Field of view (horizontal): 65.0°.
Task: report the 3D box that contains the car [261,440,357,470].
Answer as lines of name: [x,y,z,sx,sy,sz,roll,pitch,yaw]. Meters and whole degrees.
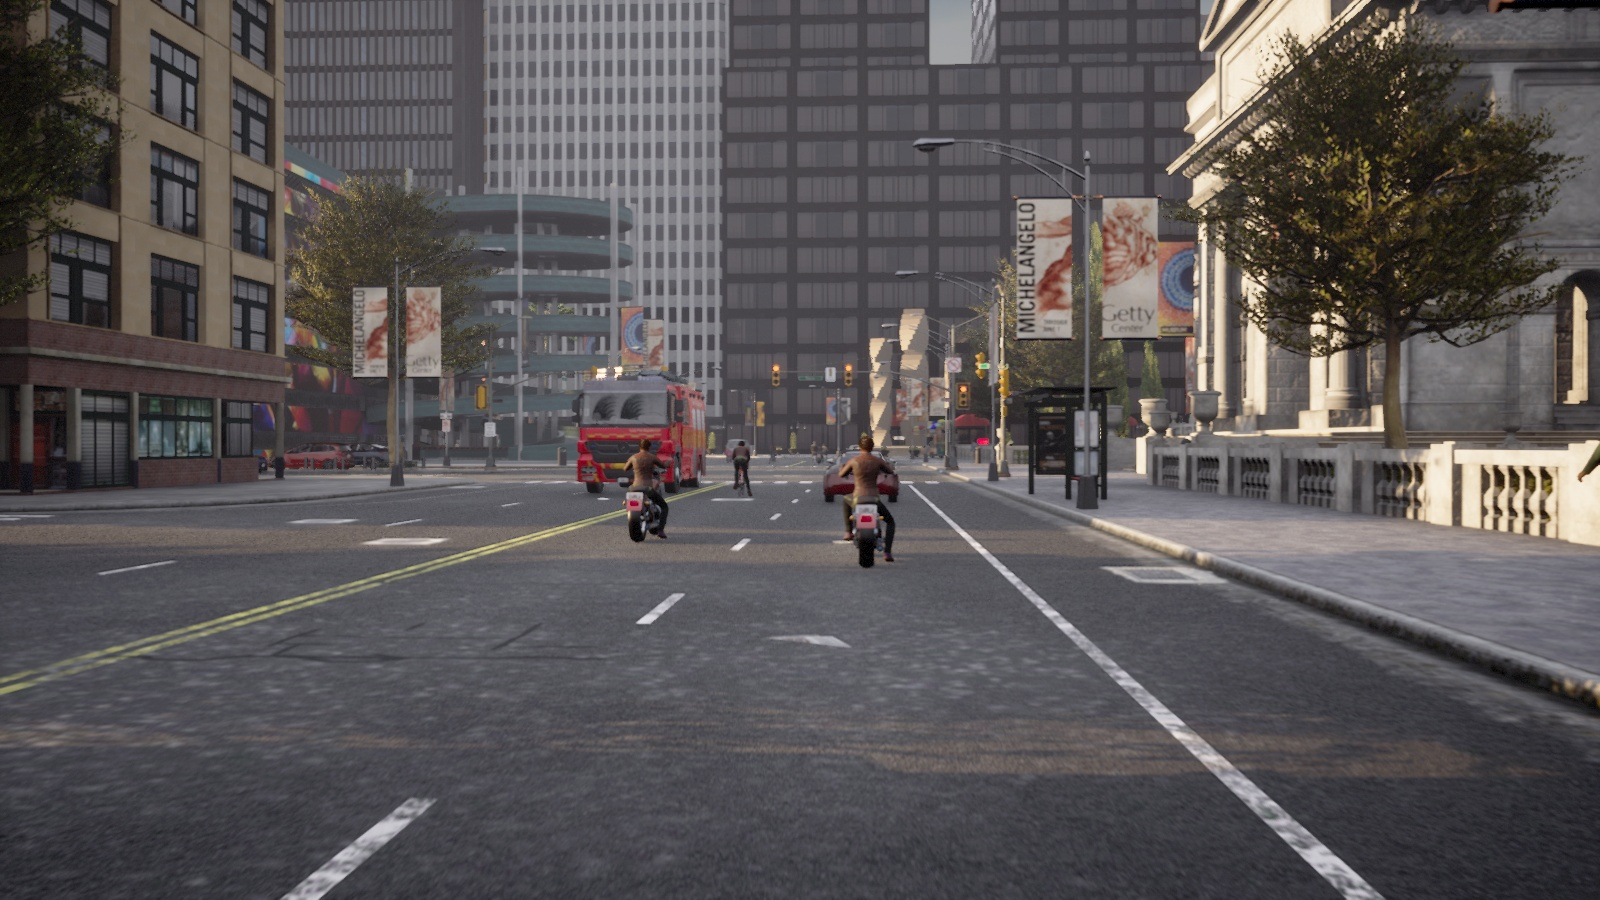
car: [-28.006,0.273,71.771,4.611,1.667,2.242,0,0,3]

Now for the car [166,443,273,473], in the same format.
car: [-29.500,0.405,63.883,4.514,1.525,2.007,0,0,3]

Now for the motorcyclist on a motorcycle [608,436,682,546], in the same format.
motorcyclist on a motorcycle: [-2.442,0.614,20.039,0.766,1.649,2.350,0,0,3]

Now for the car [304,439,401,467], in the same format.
car: [-26.769,0.194,75.216,5.027,1.651,2.152,0,0,3]

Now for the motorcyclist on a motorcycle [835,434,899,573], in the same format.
motorcyclist on a motorcycle: [0.855,0.633,16.061,0.766,1.649,2.350,0,0,3]

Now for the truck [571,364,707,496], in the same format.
truck: [-4.988,-0.582,40.709,2.891,3.827,8.468,0,0,3]

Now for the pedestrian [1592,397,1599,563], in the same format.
pedestrian: [9.607,0.355,14.530,0.423,1.949,0.788,0,0,3]

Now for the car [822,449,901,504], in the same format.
car: [1.671,0.675,34.010,1.994,1.385,4.181,0,0,3]
